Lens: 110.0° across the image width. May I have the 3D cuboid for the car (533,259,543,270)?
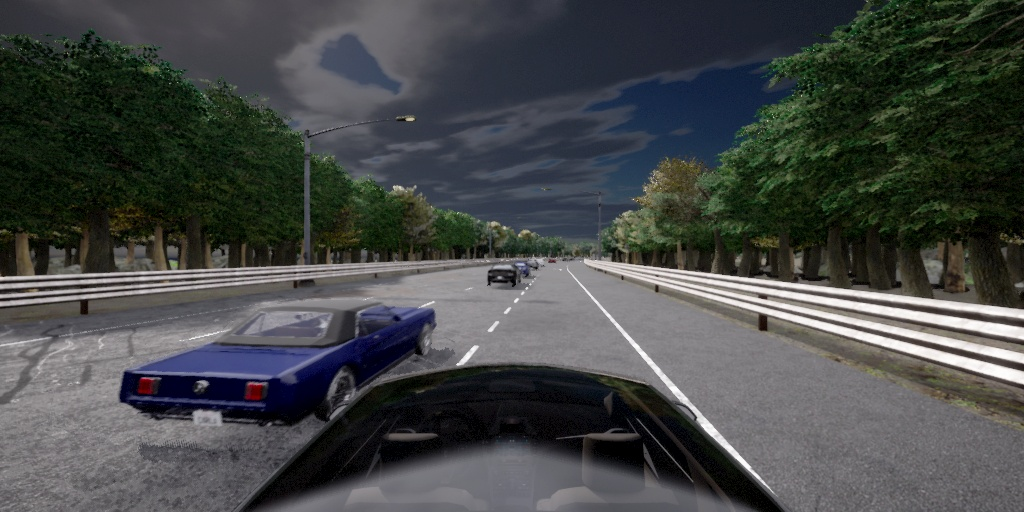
[{"bbox_3d":[3.074,1.305,54.017,2.033,1.411,5.357,0,0,8],"label":"car"}]

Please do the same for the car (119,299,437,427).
[{"bbox_3d":[-2.801,1.351,5.822,1.895,1.301,4.718,0,0,7],"label":"car"}]

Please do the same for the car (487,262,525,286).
[{"bbox_3d":[-0.464,1.230,25.185,1.882,1.535,5.008,0,0,7],"label":"car"}]

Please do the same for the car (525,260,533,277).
[{"bbox_3d":[0.803,1.287,35.686,1.812,1.442,4.674,0,0,7],"label":"car"}]
